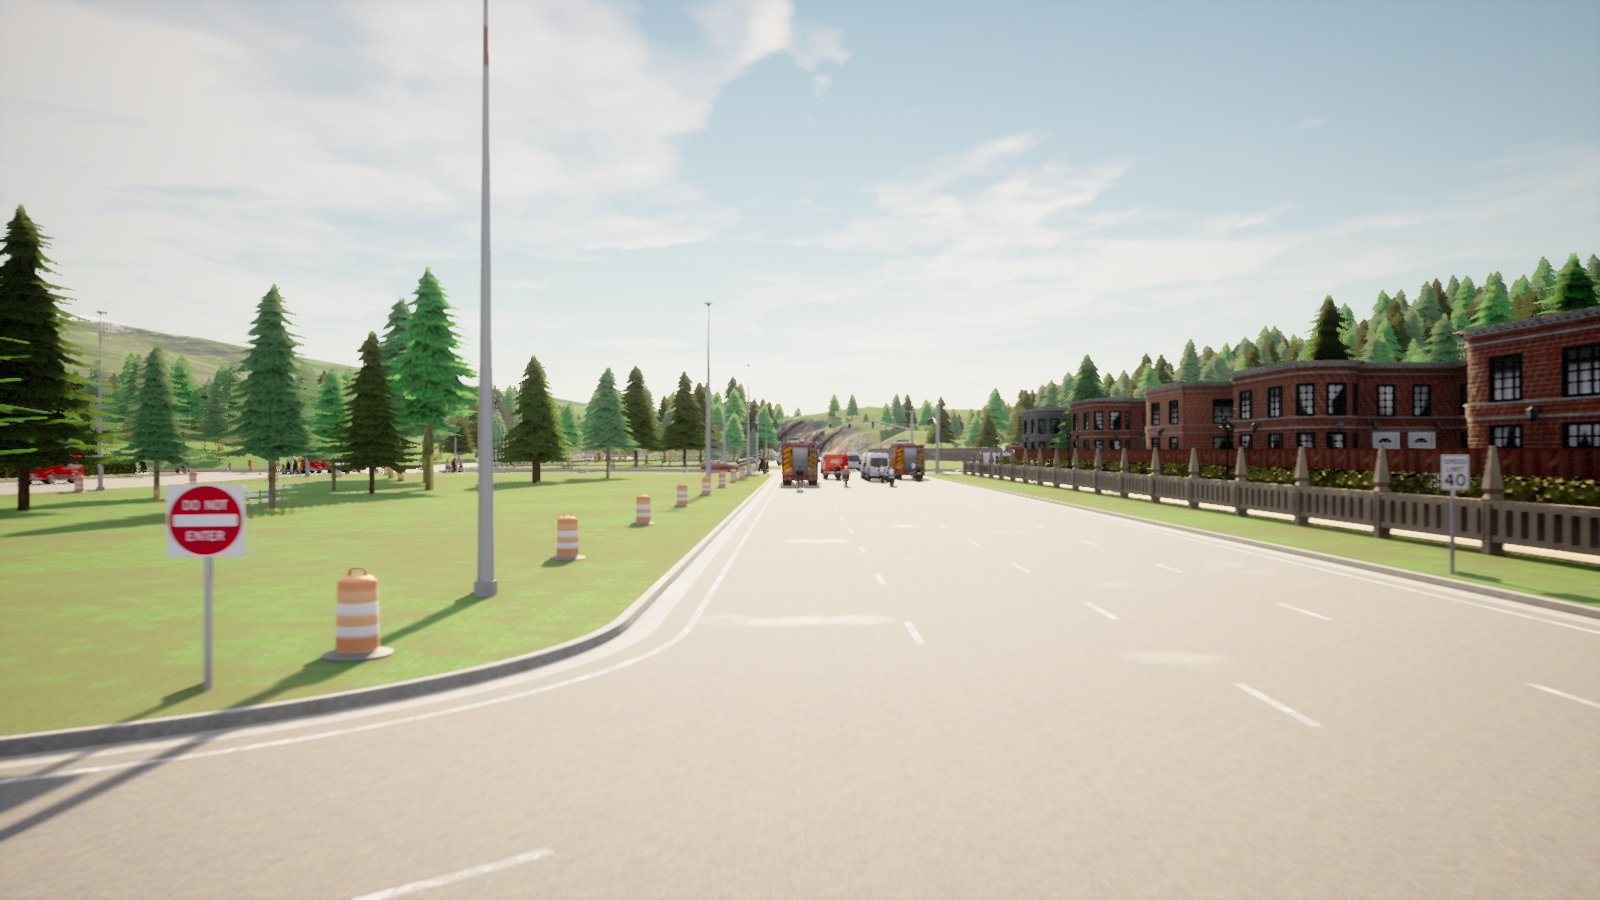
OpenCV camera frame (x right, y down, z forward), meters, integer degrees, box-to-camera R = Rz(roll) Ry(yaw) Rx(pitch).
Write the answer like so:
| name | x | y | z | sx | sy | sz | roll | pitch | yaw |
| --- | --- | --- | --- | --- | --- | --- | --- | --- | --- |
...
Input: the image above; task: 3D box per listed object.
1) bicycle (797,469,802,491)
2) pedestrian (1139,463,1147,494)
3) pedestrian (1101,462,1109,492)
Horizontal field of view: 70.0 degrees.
| name | x | y | z | sx | sy | sz | roll | pitch | yaw |
| --- | --- | --- | --- | --- | --- | --- | --- | --- | --- |
| bicycle | -0.007 | 2.063 | 78.472 | 0.329 | 1.471 | 1.835 | 0 | 0 | 0 |
| pedestrian | 20.621 | 1.700 | 68.709 | 0.375 | 1.860 | 0.375 | 0 | 0 | 0 |
| pedestrian | 19.172 | 1.699 | 71.852 | 0.375 | 1.860 | 0.375 | 0 | 0 | -1 |
